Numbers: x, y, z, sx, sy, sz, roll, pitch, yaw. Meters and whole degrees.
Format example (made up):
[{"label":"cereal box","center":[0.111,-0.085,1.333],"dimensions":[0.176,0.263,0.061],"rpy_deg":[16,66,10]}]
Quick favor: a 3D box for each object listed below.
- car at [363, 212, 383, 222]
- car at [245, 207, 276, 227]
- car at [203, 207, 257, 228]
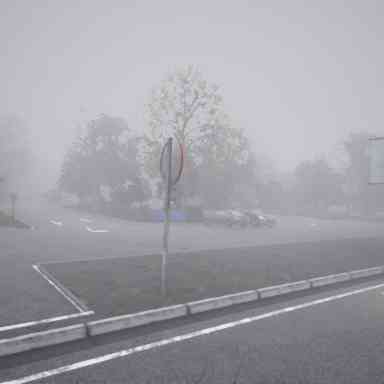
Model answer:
[{"label":"car","center":[25.350,3.390,44.390],"dimensions":[2.002,1.452,4.674],"rpy_deg":[3,-2,-35]},{"label":"car","center":[5.466,2.207,30.408],"dimensions":[2.185,1.767,4.553],"rpy_deg":[3,-2,-35]},{"label":"car","center":[2.914,2.242,28.518],"dimensions":[2.002,1.452,4.674],"rpy_deg":[3,-2,-36]}]
